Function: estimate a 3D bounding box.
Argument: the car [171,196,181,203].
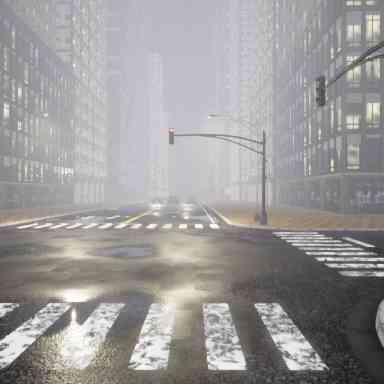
[{"bbox_3d":[-3.309,1.565,70.080,1.895,1.301,4.718,0,0,0],"label":"car"}]

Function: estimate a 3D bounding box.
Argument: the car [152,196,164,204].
[{"bbox_3d":[-6.554,1.607,64.214,2.128,1.511,4.902,0,0,0],"label":"car"}]

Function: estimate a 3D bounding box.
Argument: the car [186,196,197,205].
[{"bbox_3d":[-0.050,1.703,60.497,1.895,1.301,4.718,0,0,0],"label":"car"}]

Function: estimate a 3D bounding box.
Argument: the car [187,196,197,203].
[{"bbox_3d":[-0.059,1.540,70.469,1.994,1.385,4.181,0,0,0],"label":"car"}]

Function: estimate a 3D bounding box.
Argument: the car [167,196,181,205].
[{"bbox_3d":[-3.300,1.452,60.019,2.097,1.767,4.553,0,0,0],"label":"car"}]
